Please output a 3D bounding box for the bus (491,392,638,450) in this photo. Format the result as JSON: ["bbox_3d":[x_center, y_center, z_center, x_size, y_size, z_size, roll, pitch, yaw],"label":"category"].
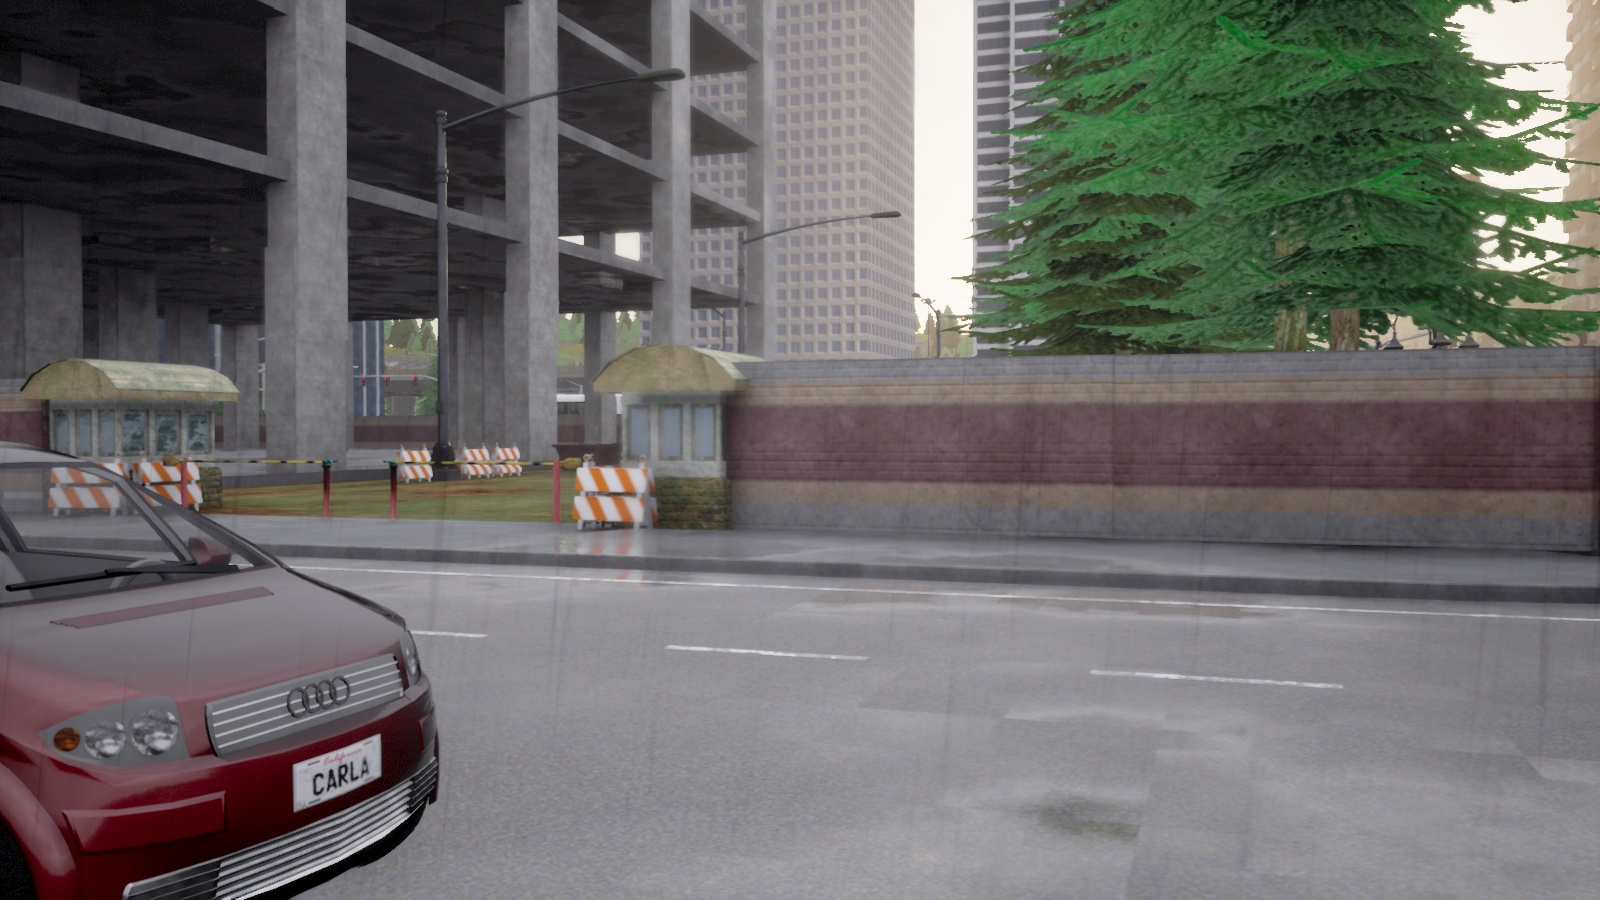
[{"bbox_3d":[-17.714,-2.178,94.466,10.273,4.253,3.944,1,1,19],"label":"bus"}]

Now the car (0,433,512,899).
[{"bbox_3d":[-3.071,0.717,4.226,3.705,1.549,1.789,0,1,19],"label":"car"}]
